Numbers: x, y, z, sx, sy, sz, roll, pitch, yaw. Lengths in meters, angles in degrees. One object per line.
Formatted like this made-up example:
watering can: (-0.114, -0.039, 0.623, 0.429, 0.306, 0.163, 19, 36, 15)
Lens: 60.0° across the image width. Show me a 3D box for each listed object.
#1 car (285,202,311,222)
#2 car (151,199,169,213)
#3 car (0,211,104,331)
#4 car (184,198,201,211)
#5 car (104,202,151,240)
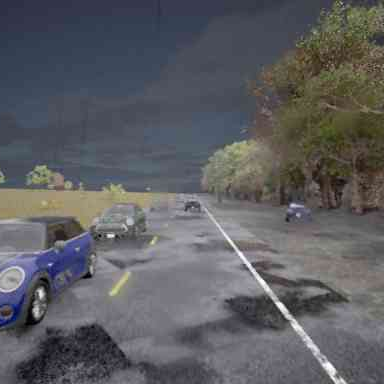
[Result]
car: (8.418, 1.506, 26.460, 1.812, 1.442, 4.674, 0, 0, 16)
car: (-3.590, 1.518, 37.315, 1.837, 1.490, 4.892, 0, 0, 0)
car: (-3.598, 1.356, 7.047, 2.097, 1.767, 4.553, 0, 0, 0)
car: (0.097, 1.518, 40.931, 1.837, 1.490, 4.892, 0, 0, 0)
car: (-3.598, 1.359, 17.053, 2.097, 1.767, 4.553, 0, 0, 0)
